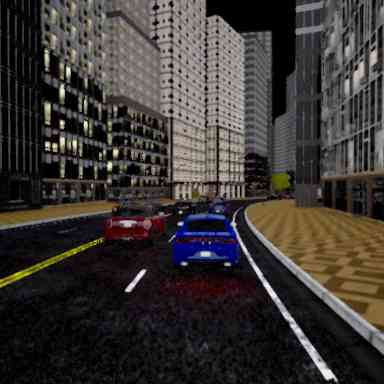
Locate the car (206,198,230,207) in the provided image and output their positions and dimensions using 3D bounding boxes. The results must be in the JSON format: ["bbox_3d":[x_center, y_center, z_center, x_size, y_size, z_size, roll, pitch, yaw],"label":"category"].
[{"bbox_3d":[2.721,1.585,32.922,1.812,1.442,4.674,0,0,8],"label":"car"}]

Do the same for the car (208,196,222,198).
[{"bbox_3d":[5.659,1.625,73.601,2.128,1.511,4.902,0,0,18],"label":"car"}]

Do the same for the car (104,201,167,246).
[{"bbox_3d":[-2.460,1.366,15.643,2.097,1.767,4.553,0,0,4],"label":"car"}]

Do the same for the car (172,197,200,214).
[{"bbox_3d":[-0.664,1.551,32.216,1.837,1.490,4.892,0,0,8],"label":"car"}]

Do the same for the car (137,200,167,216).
[{"bbox_3d":[-3.956,1.600,33.447,1.994,1.385,4.181,0,0,9],"label":"car"}]

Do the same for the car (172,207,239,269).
[{"bbox_3d":[0.503,1.491,11.331,1.882,1.535,5.008,0,0,3],"label":"car"}]

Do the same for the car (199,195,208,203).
[{"bbox_3d":[2.603,1.432,74.708,2.097,1.767,4.553,0,0,18],"label":"car"}]

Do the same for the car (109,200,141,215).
[{"bbox_3d":[-6.973,1.592,35.210,1.994,1.385,4.181,0,0,9],"label":"car"}]
